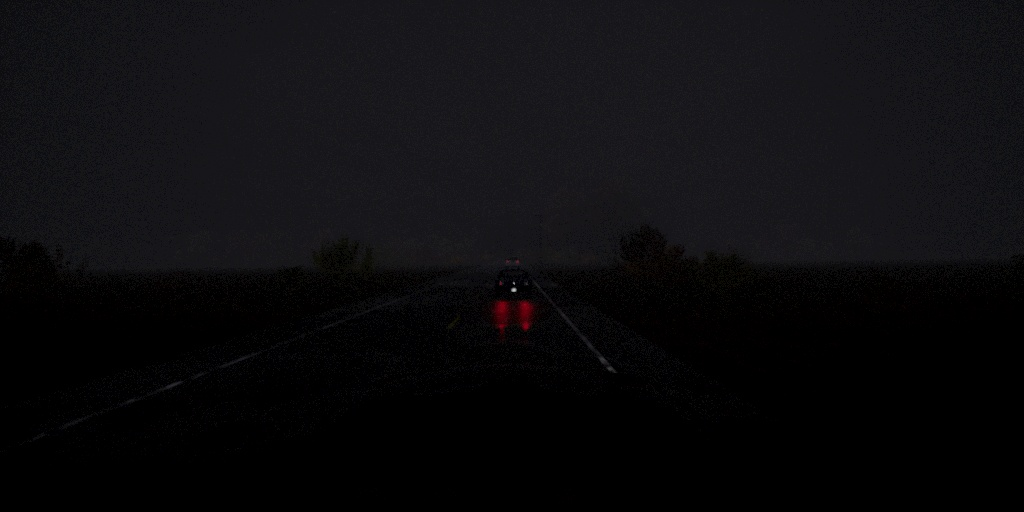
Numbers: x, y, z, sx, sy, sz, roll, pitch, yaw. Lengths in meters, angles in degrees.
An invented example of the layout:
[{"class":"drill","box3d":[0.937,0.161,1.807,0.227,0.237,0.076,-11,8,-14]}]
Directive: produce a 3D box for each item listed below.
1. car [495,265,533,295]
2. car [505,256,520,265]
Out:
[{"class":"car","box3d":[0.094,1.378,19.926,1.895,1.301,4.718,0,0,0]},{"class":"car","box3d":[0.082,1.060,56.966,2.150,2.045,5.566,0,0,0]}]
